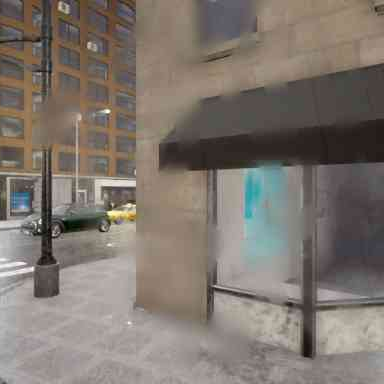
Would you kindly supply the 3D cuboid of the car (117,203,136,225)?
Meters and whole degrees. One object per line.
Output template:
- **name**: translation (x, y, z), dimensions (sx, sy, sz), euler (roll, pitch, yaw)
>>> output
- **car**: translation (-4.829, 1.548, 24.650), dimensions (1.752, 1.417, 4.829), euler (0, 0, 36)

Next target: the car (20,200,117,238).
- **car**: translation (-6.634, 1.366, 17.825), dimensions (2.097, 1.767, 4.553), euler (0, 0, 36)
